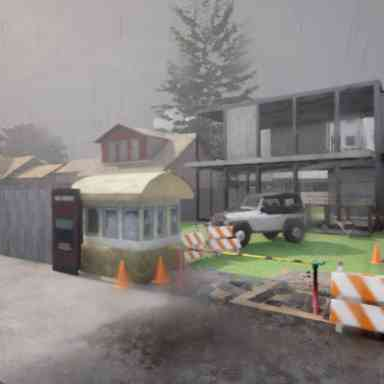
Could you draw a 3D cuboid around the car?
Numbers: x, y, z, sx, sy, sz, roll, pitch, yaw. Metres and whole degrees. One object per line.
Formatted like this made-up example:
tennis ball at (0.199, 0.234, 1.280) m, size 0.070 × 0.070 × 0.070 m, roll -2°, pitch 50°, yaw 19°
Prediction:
car at (2.520, 0.955, 12.581) m, size 3.866 × 1.878 × 1.905 m, roll 0°, pitch 0°, yaw -21°
